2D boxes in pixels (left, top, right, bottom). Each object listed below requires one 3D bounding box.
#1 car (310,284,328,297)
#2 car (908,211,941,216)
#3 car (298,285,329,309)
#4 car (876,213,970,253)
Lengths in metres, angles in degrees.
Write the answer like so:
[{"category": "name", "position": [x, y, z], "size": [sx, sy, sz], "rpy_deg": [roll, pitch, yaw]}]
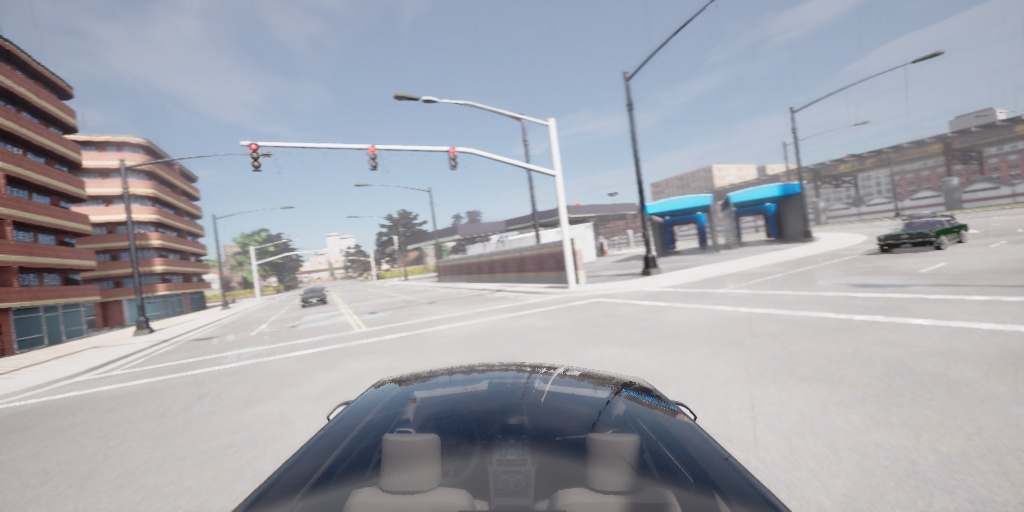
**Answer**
[{"category": "car", "position": [-27.858, 4.870, 51.750], "size": [2.033, 1.411, 5.357], "rpy_deg": [-7, 0, -28]}, {"category": "car", "position": [34.074, -3.022, 29.482], "size": [1.895, 1.301, 4.718], "rpy_deg": [-7, 0, 34]}, {"category": "car", "position": [-16.414, 3.369, 29.803], "size": [1.837, 1.490, 4.892], "rpy_deg": [-7, 0, -28]}, {"category": "car", "position": [18.178, -0.972, 15.881], "size": [4.718, 1.301, 1.895], "rpy_deg": [-7, 0, -28]}]
